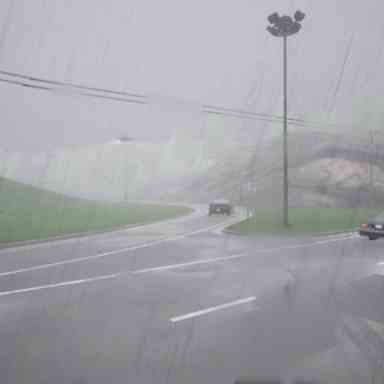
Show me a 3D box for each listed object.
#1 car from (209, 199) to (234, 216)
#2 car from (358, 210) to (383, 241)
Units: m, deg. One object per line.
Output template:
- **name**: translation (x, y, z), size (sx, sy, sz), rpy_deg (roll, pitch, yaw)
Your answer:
- **car**: translation (2.772, 1.337, 30.534), size (1.882, 1.535, 5.008), rpy_deg (0, 0, 13)
- **car**: translation (9.583, 1.431, 14.876), size (5.357, 1.411, 2.033), rpy_deg (-1, 0, -35)
